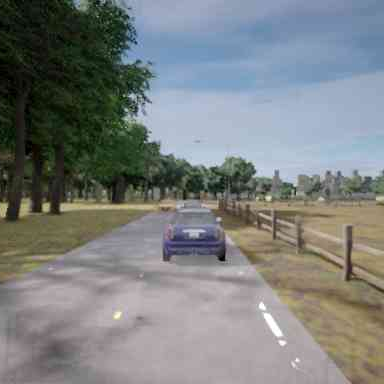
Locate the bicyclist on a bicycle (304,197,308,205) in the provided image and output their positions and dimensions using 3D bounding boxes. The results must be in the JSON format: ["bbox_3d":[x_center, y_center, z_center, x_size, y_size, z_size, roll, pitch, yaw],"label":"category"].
[{"bbox_3d":[19.892,1.652,58.062,0.582,1.620,1.656,0,0,0],"label":"bicyclist on a bicycle"}]

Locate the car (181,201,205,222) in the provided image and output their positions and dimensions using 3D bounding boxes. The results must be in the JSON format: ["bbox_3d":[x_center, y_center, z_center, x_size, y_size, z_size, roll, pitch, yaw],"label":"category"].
[{"bbox_3d":[0.075,1.585,28.000,1.837,1.490,4.892,0,0,0],"label":"car"}]

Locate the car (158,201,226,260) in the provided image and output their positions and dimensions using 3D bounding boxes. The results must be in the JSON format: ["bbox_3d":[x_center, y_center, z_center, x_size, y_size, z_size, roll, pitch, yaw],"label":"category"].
[{"bbox_3d":[0.078,1.379,12.629,2.097,1.767,4.553,0,0,0],"label":"car"}]

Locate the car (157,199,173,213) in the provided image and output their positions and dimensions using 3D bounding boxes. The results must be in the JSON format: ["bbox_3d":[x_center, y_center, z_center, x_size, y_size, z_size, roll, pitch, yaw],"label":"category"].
[{"bbox_3d":[-2.853,1.608,38.135,1.882,1.535,5.008,0,0,0],"label":"car"}]
